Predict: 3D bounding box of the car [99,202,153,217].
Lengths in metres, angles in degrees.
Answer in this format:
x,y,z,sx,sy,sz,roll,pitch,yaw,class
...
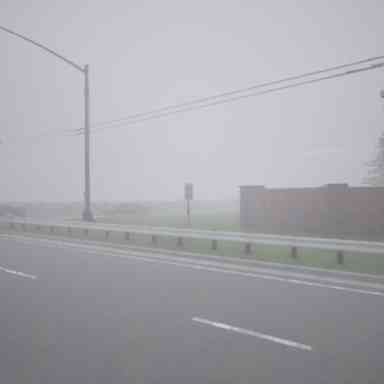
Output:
x,y,z,sx,sy,sz,roll,pitch,yaw,class
-6.812,1.787,34.588,5.357,1.411,2.033,0,0,-26,car

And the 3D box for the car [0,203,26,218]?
x,y,z,sx,sy,sz,roll,pitch,yaw,class
-18.301,1.786,31.154,5.008,1.535,1.882,0,0,-8,car
